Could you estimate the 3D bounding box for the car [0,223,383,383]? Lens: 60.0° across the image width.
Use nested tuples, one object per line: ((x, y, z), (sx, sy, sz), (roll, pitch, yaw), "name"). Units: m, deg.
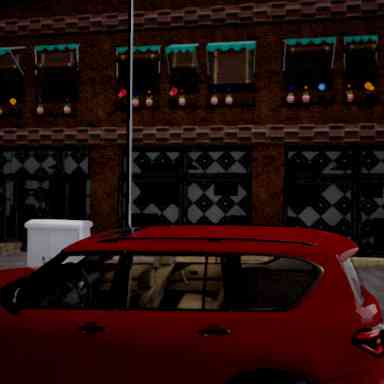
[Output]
((-0.596, 1.315, 3.697), (5.009, 1.841, 2.192), (0, 1, 8), "car")
